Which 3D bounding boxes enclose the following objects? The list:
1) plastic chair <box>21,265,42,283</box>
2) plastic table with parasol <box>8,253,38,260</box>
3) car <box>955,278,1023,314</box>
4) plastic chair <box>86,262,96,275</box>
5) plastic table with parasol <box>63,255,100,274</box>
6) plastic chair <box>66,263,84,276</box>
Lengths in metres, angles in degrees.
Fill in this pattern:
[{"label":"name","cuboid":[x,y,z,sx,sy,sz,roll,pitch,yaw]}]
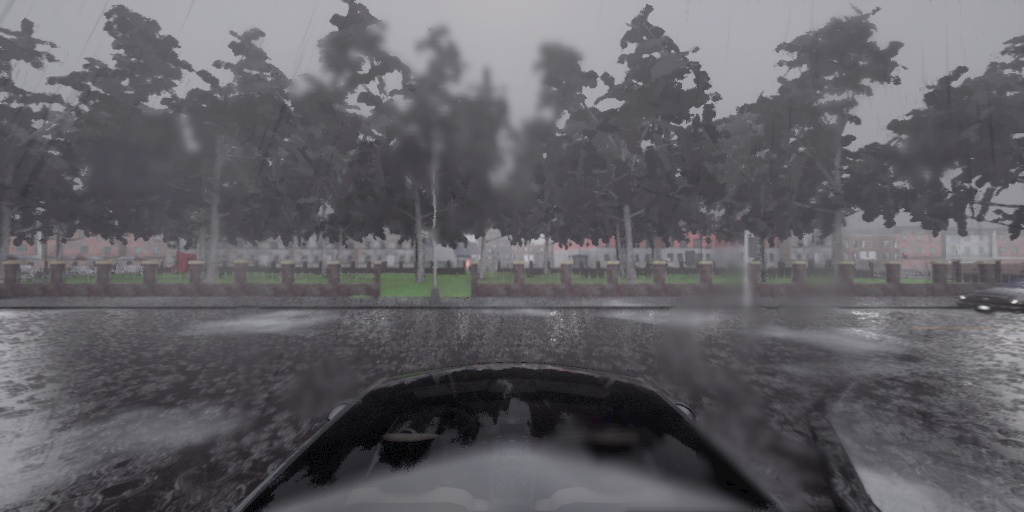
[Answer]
[{"label":"plastic chair","cuboid":[-38.190,1.584,28.432,0.730,1.272,0.750,0,0,-40]},{"label":"plastic table with parasol","cuboid":[-39.188,0.974,27.698,2.482,2.480,2.482,0,0,-40]},{"label":"car","cuboid":[19.148,1.416,12.542,5.357,1.411,2.033,0,-1,0]},{"label":"plastic chair","cuboid":[-48.874,1.701,41.945,0.730,1.272,0.750,0,0,-44]},{"label":"plastic table with parasol","cuboid":[-49.719,1.099,41.124,2.482,2.480,2.482,0,0,-38]},{"label":"plastic chair","cuboid":[-49.016,1.672,40.230,0.750,1.272,0.730,0,0,-38]}]
